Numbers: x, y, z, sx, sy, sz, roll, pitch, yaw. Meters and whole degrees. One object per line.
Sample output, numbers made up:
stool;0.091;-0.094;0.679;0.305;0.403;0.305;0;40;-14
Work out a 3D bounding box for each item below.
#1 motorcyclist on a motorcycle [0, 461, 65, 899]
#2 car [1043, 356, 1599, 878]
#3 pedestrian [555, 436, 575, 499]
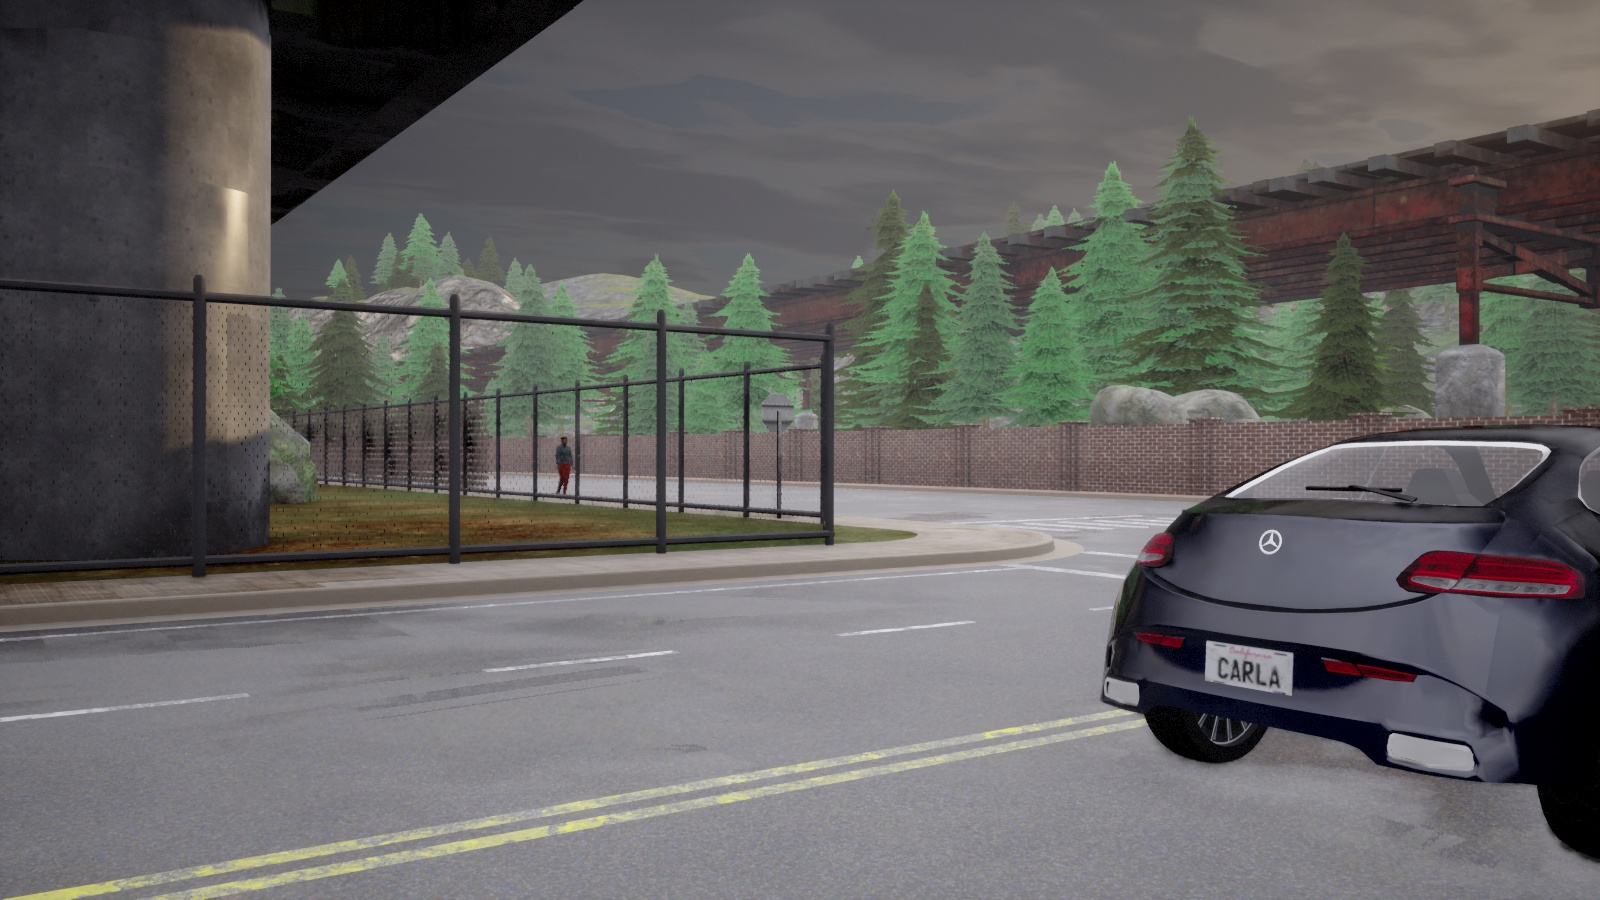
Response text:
motorcyclist on a motorcycle;-2.448;0.790;1.955;2.191;1.530;0.866;0;0;-35
car;3.789;0.531;6.297;5.027;1.651;2.152;0;0;-35
pedestrian;-6.936;0.509;37.044;0.353;1.847;0.614;0;0;-36
